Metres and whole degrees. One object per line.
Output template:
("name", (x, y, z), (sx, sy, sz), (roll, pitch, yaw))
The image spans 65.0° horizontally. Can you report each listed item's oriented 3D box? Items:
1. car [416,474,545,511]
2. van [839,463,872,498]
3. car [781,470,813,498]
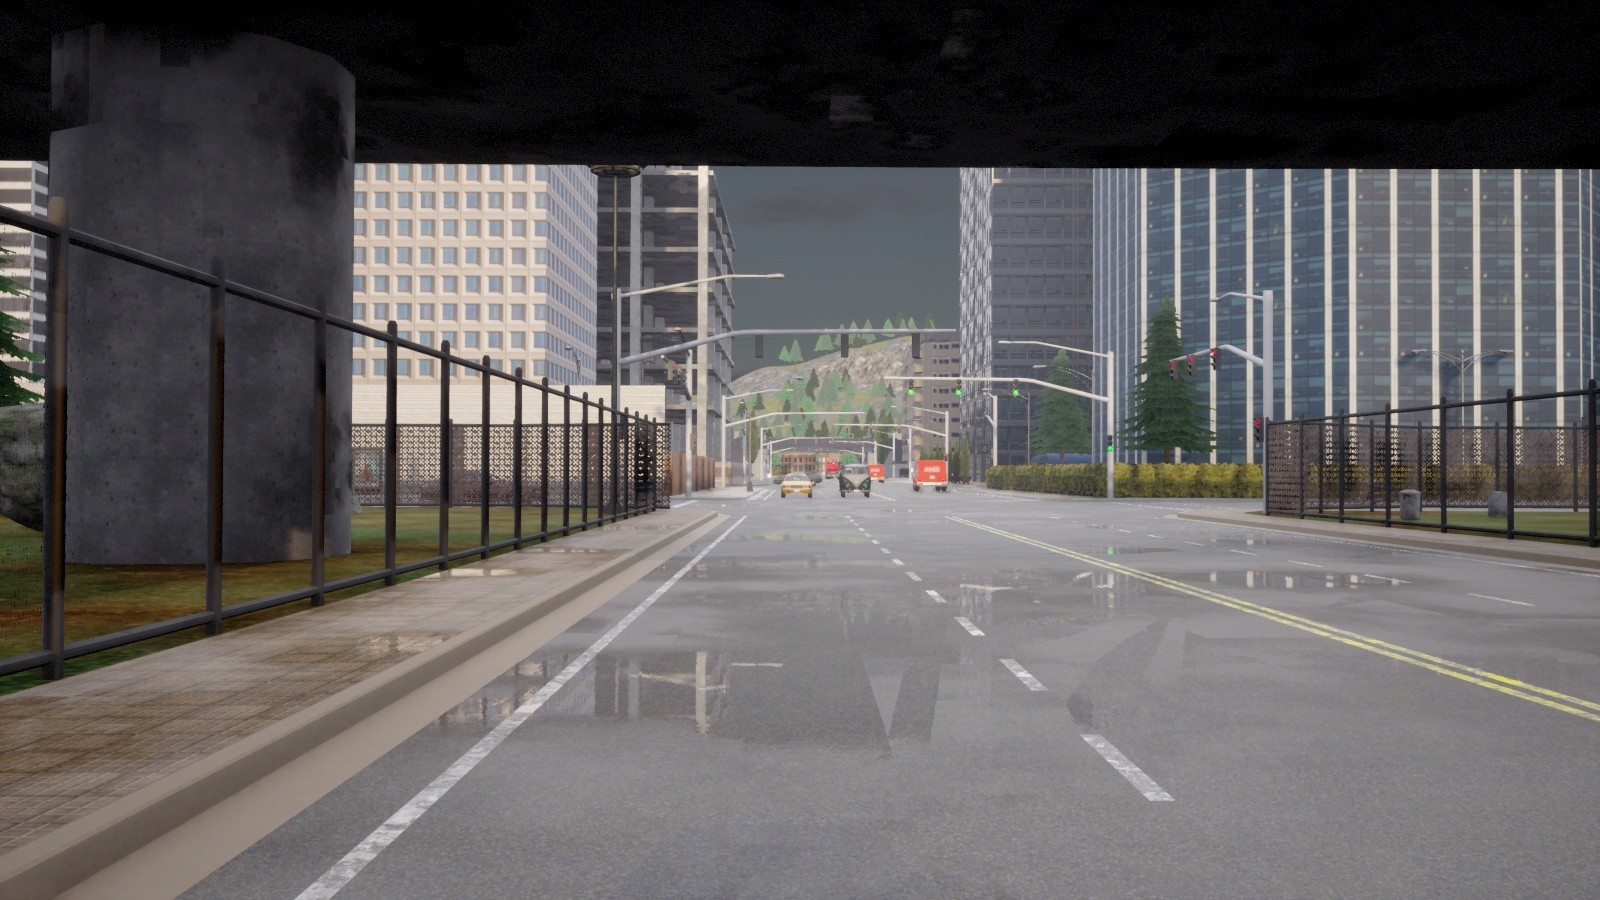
("car", (-12.717, 1.676, 50.171), (4.674, 1.442, 1.812), (0, -1, 0))
("van", (3.321, 1.820, 75.588), (1.775, 1.987, 4.442), (0, -1, 0))
("car", (-0.175, 1.995, 74.092), (1.801, 1.575, 5.366), (0, -1, 0))
